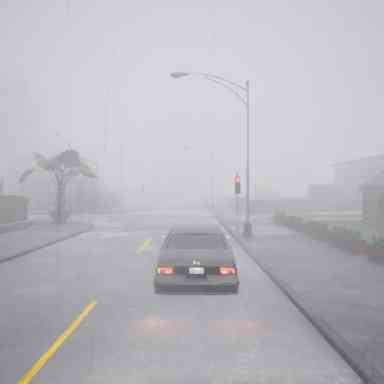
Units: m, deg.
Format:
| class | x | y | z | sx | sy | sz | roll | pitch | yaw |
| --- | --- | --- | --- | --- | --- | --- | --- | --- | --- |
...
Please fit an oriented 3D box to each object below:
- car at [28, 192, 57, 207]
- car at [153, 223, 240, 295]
| class | x | y | z | sx | sy | sz | roll | pitch | yaw |
| --- | --- | --- | --- | --- | --- | --- | --- | --- | --- |
| car | -19.748 | 0.985 | 43.898 | 1.905 | 1.878 | 3.866 | 0 | 0 | 35 |
| car | 0.099 | 1.547 | 8.855 | 2.033 | 1.411 | 5.357 | 0 | 0 | 0 |
